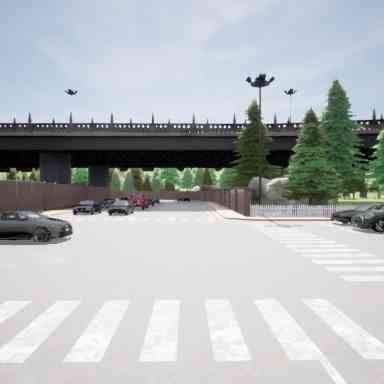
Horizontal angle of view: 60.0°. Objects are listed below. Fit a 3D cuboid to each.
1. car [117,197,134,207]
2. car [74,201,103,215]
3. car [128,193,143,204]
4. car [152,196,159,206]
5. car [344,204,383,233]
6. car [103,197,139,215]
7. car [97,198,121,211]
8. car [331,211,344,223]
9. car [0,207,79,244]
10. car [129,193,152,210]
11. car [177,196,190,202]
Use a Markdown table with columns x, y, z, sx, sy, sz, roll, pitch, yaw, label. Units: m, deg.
| x | y | z | sx | sy | sz | roll | pitch | yaw | label |
| --- | --- | --- | --- | --- | --- | --- | --- | --- | --- |
| -10.540 | 1.526 | 52.765 | 1.812 | 1.442 | 4.674 | 0 | 0 | 0 | car |
| -10.569 | 1.564 | 33.870 | 1.994 | 1.385 | 4.181 | 0 | 0 | 0 | car |
| -10.690 | 1.221 | 63.473 | 2.150 | 2.045 | 5.566 | 0 | 0 | -3 | car |
| -7.046 | 1.564 | 53.775 | 1.994 | 1.385 | 4.181 | 0 | 0 | 0 | car |
| 11.481 | 1.297 | 18.704 | 4.553 | 1.767 | 2.097 | 0 | 0 | 2 | car |
| -7.043 | 1.547 | 33.593 | 2.033 | 1.411 | 5.357 | 0 | 0 | 0 | car |
| -10.544 | 1.526 | 42.585 | 1.812 | 1.442 | 4.674 | 0 | 0 | 0 | car |
| 12.235 | 1.492 | 22.219 | 5.357 | 1.411 | 2.033 | 0 | 0 | 2 | car |
| -7.701 | 1.543 | 15.180 | 4.181 | 1.385 | 1.994 | 0 | 0 | 0 | car |
| -7.045 | 1.221 | 43.767 | 2.150 | 2.045 | 5.566 | 0 | 0 | 0 | car |
| -1.908 | 1.553 | 75.231 | 1.994 | 1.385 | 4.181 | 0 | 0 | -19 | car |
